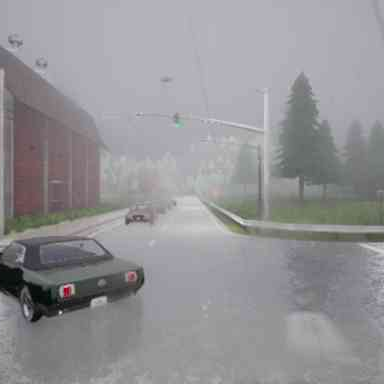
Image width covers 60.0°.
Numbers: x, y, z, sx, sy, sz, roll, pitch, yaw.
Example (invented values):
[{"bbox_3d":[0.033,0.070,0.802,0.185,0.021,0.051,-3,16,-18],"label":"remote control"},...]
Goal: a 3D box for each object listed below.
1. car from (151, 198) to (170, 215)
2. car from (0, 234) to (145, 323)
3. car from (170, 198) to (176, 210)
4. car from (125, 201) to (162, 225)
[{"bbox_3d":[-3.597,1.544,34.390,1.837,1.490,4.892,0,0,0],"label":"car"},{"bbox_3d":[-3.148,1.595,7.285,1.895,1.301,4.718,0,0,-45],"label":"car"},{"bbox_3d":[-3.568,1.554,44.463,1.837,1.490,4.892,0,0,0],"label":"car"},{"bbox_3d":[-3.602,1.593,24.369,1.994,1.385,4.181,0,0,0],"label":"car"}]
